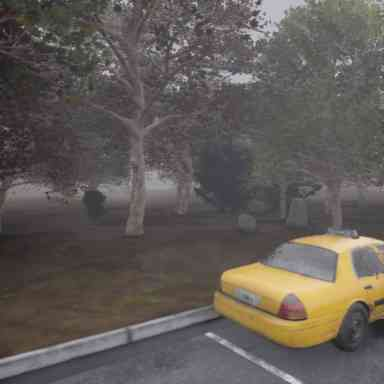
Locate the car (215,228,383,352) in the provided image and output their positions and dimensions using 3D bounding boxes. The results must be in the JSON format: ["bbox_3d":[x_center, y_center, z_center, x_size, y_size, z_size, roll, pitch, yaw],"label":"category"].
[{"bbox_3d":[2.927,1.442,6.116,5.366,1.575,1.946,-1,1,-33],"label":"car"}]
